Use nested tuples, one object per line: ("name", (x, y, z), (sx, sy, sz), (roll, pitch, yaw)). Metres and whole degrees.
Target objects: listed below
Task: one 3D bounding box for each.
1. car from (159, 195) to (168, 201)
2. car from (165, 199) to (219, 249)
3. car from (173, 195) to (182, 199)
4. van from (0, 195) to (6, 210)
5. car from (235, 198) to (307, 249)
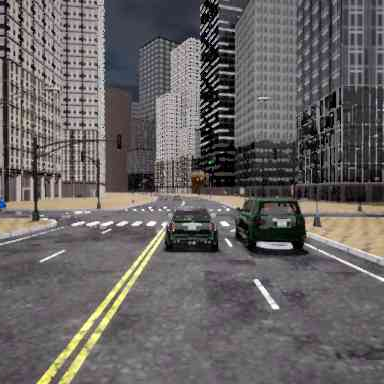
("car", (-6.675, 1.401, 78.959), (2.128, 1.511, 4.902), (0, 0, -1))
("car", (0.000, 1.358, 14.622), (2.097, 1.767, 4.553), (0, 0, 0))
("car", (-3.428, 1.398, 79.089), (1.812, 1.442, 4.674), (0, 0, -1))
("van", (-22.651, 1.181, 36.497), (3.998, 1.788, 1.690), (0, 0, 1))
("car", (3.250, 1.250, 14.681), (2.150, 2.045, 5.566), (0, 0, 0))
